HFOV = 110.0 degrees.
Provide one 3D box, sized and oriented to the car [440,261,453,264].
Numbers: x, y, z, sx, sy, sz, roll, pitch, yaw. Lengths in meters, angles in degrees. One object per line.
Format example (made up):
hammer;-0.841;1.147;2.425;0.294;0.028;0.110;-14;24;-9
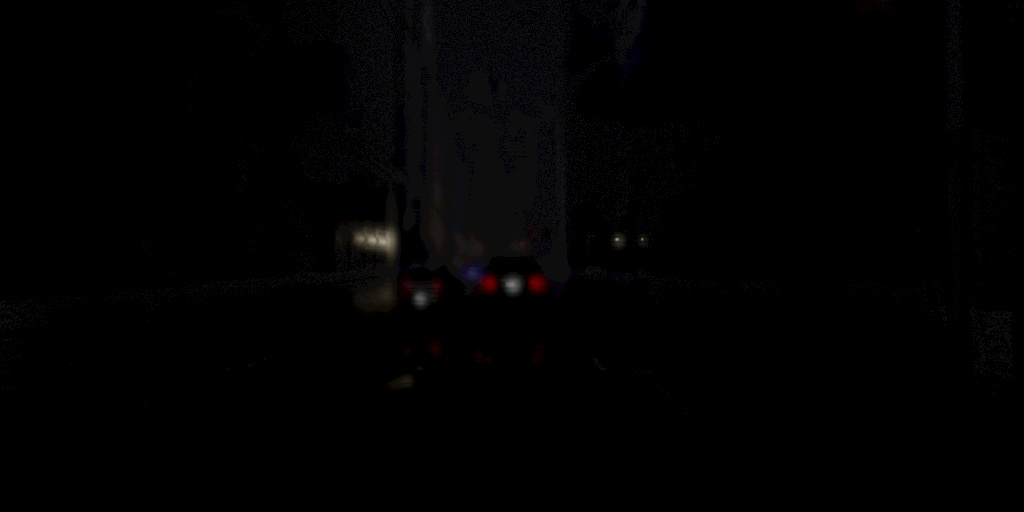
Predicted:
car;-9.839;1.436;53.433;2.033;1.411;5.357;0;0;0

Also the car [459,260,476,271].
car;-6.591;1.367;53.718;1.882;1.535;5.008;0;0;0

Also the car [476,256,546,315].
car;0.056;1.006;13.805;2.150;2.045;5.566;0;0;0

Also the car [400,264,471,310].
car;-3.190;1.279;14.984;2.128;1.511;4.902;0;0;0

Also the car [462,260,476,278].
car;-3.186;1.311;31.776;1.882;1.535;5.008;0;0;0

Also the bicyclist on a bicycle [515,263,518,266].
bicyclist on a bicycle;0.866;1.279;62.449;0.659;1.776;1.843;0;0;0
